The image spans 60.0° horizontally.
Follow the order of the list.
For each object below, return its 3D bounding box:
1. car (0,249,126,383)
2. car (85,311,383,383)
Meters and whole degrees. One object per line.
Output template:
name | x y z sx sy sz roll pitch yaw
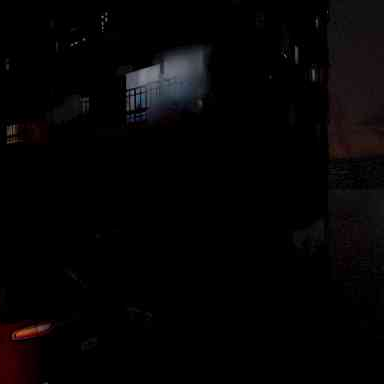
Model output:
car | -2.951 1.545 4.973 4.507 1.381 1.887 0 0 35
car | 1.642 1.566 1.706 4.313 1.339 1.947 0 0 35
